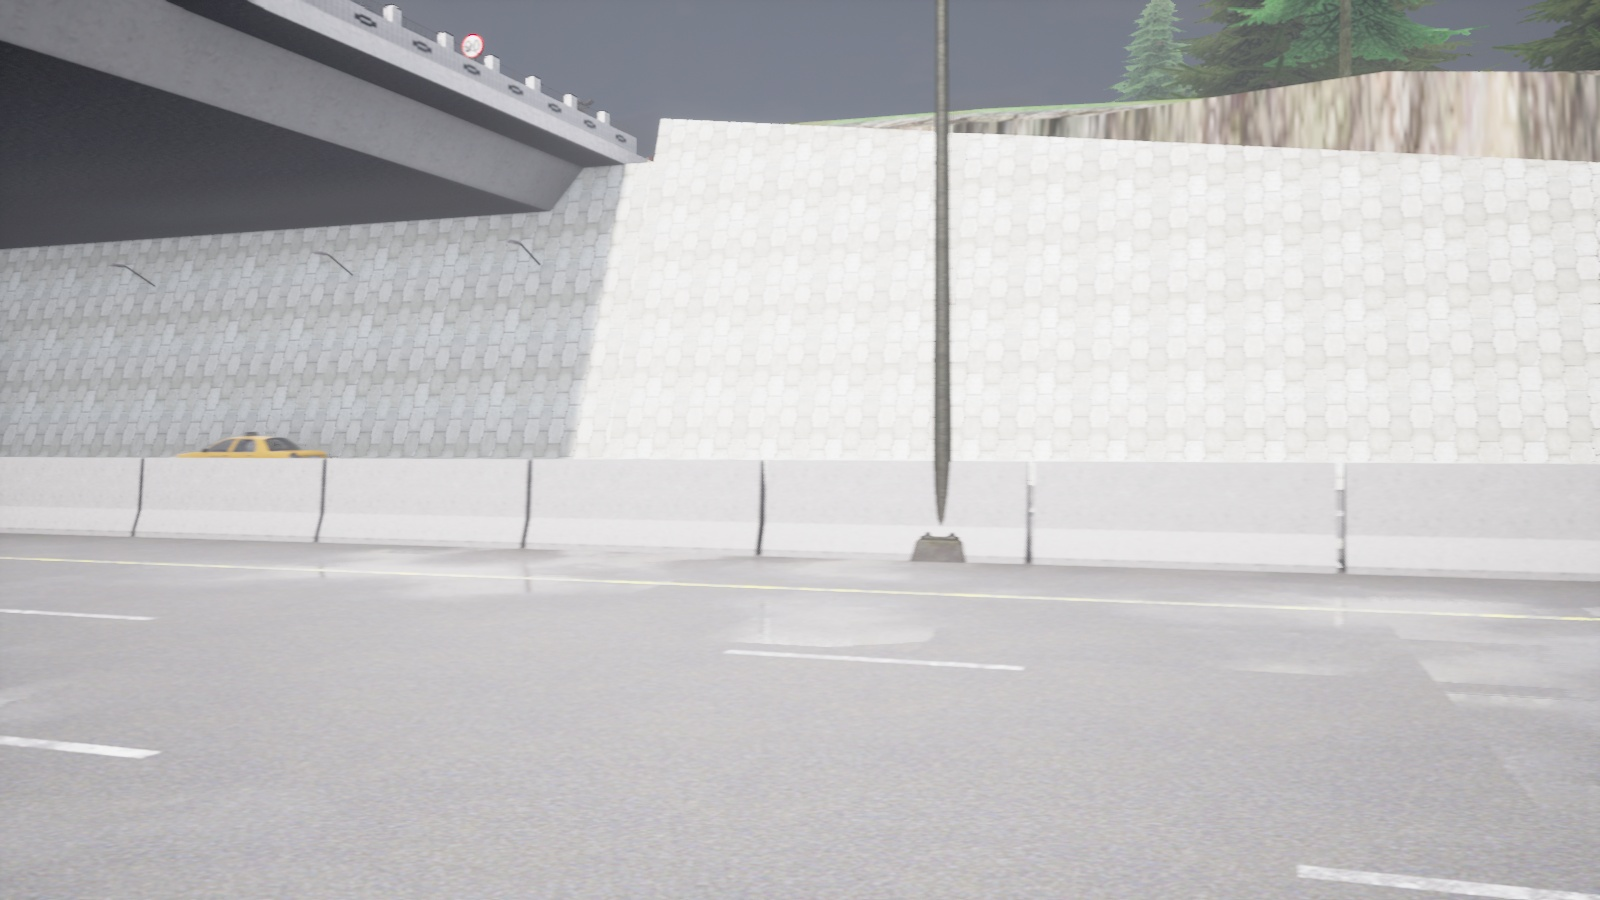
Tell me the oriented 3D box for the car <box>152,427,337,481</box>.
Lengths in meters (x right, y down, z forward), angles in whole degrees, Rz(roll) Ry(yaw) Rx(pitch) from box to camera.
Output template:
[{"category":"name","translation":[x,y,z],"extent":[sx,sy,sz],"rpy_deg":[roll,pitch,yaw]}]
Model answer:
[{"category":"car","translation":[-17.010,0.086,38.454],"extent":[5.366,1.575,1.801],"rpy_deg":[1,1,19]}]
